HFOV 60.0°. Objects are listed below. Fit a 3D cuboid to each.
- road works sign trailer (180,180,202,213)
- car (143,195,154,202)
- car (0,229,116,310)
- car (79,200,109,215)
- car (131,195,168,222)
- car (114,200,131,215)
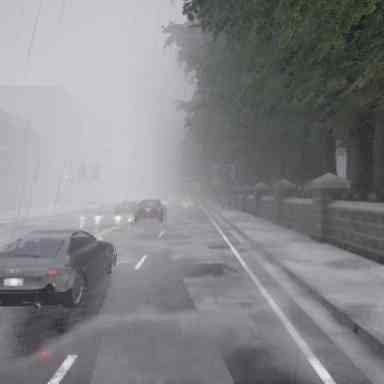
[{"bbox_3d":[-0.024,0.461,37.777,2.380,3.560,2.880,0,0,0],"label":"road works sign trailer"},{"bbox_3d":[-9.798,1.415,74.719,1.812,1.442,4.674,0,0,0],"label":"car"},{"bbox_3d":[-3.154,1.563,7.891,1.994,1.385,4.181,0,0,0],"label":"car"},{"bbox_3d":[-9.853,1.522,33.888,1.812,1.442,4.674,0,0,0],"label":"car"},{"bbox_3d":[-3.165,1.349,26.177,2.097,1.767,4.553,0,0,0],"label":"car"},{"bbox_3d":[-6.603,1.560,33.978,1.994,1.385,4.181,0,0,0],"label":"car"}]
